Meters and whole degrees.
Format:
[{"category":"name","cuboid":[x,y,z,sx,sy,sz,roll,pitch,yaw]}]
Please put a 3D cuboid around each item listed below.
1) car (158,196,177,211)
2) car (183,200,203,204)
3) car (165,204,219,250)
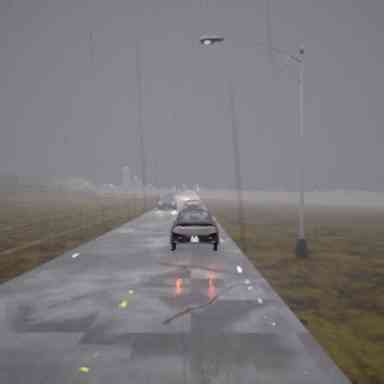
[{"category":"car","cuboid":[-2.840,1.228,39.430,2.097,1.767,4.553,0,0,0]},{"category":"car","cuboid":[0.099,1.455,31.394,1.812,1.442,4.674,0,0,0]},{"category":"car","cuboid":[0.100,1.486,14.226,2.128,1.511,4.902,0,0,0]}]
